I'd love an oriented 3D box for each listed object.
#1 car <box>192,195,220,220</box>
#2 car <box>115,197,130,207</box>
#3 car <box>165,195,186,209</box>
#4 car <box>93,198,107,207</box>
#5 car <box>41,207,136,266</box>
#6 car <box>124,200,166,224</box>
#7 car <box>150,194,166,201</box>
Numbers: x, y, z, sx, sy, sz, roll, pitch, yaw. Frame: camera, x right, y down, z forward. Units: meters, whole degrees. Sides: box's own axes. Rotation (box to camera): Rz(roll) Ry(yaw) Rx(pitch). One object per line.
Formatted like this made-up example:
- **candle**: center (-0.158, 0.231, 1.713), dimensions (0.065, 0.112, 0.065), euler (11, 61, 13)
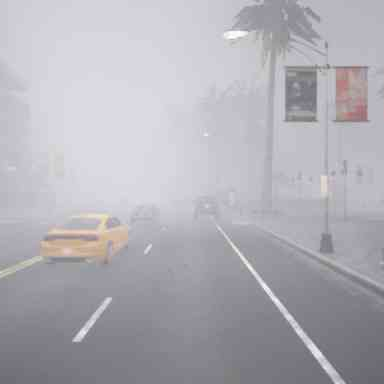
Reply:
- **car**: center (1.219, 1.289, 28.820), dimensions (2.150, 2.045, 5.566), euler (0, 0, 0)
- **car**: center (-11.124, 1.603, 53.241), dimensions (1.882, 1.535, 5.008), euler (0, 0, -19)
- **car**: center (-2.160, 1.606, 48.593), dimensions (1.882, 1.535, 5.008), euler (0, 0, -14)
- **car**: center (-14.230, 1.648, 51.555), dimensions (1.812, 1.442, 4.674), euler (0, 0, -19)
- **car**: center (-3.463, 1.506, 11.761), dimensions (1.882, 1.535, 5.008), euler (0, 0, 1)
- **car**: center (-3.479, 1.608, 25.496), dimensions (2.033, 1.411, 5.357), euler (0, 0, 1)
- **car**: center (-6.049, 1.389, 60.264), dimensions (2.150, 2.045, 5.566), euler (0, 0, -23)
